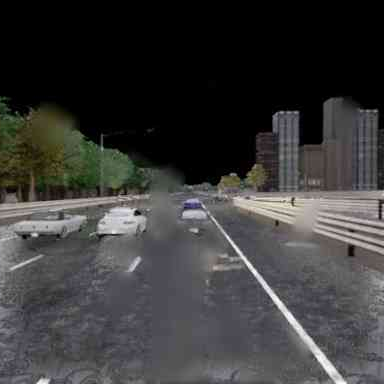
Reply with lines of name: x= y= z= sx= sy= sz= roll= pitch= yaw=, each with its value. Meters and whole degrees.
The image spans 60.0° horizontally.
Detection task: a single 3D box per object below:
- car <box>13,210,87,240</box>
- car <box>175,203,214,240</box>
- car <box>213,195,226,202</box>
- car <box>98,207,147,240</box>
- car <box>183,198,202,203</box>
car: x=-6.904 y=1.575 z=16.832 sx=1.895 sy=1.301 sz=4.718 roll=0 pitch=0 yaw=0
car: x=0.109 y=1.500 z=16.775 sx=1.812 sy=1.442 sz=4.674 roll=0 pitch=0 yaw=0
car: x=5.920 y=1.389 z=71.095 sx=2.033 sy=1.411 sz=5.357 roll=0 pitch=0 yaw=-8
car: x=-3.405 y=1.500 z=16.820 sx=1.812 sy=1.442 sz=4.674 roll=0 pitch=0 yaw=0
car: x=0.092 y=1.401 z=34.995 sx=1.882 sy=1.535 sz=5.008 roll=0 pitch=0 yaw=0
